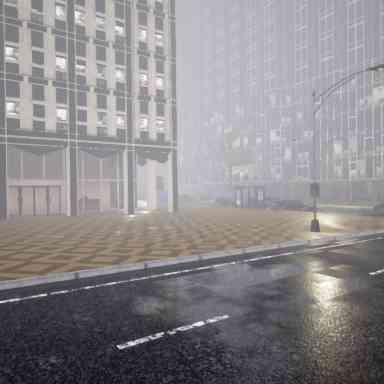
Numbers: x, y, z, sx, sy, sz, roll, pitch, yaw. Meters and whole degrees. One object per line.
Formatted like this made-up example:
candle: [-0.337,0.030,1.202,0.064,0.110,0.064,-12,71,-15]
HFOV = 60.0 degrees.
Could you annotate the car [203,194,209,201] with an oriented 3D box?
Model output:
car: [2.200,1.043,63.898,1.802,1.307,4.206,0,1,-35]

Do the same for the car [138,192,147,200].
car: [-11.148,1.039,68.513,2.008,1.369,4.403,0,1,-35]

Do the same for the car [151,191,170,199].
car: [-7.466,0.615,77.942,2.192,1.841,5.009,0,1,-35]

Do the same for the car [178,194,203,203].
car: [-0.550,1.112,57.738,1.812,1.442,4.674,-1,1,-34]

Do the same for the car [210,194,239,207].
car: [4.916,1.319,45.074,1.947,1.339,4.313,0,1,-35]

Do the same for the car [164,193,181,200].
car: [-4.244,0.936,73.263,1.802,1.307,4.206,0,1,-35]

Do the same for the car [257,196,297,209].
car: [10.550,1.272,41.534,1.837,1.490,4.892,-1,1,-34]

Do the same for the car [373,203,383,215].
car: [18.733,1.456,29.974,1.994,1.385,4.181,-1,1,-37]

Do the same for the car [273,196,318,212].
car: [11.297,1.424,35.665,1.947,1.339,4.313,0,1,-35]

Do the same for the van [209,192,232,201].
van: [5.421,0.855,59.213,1.690,1.788,3.998,0,1,-35]

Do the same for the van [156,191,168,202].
van: [-4.704,0.937,59.146,1.690,1.788,3.998,0,1,-35]

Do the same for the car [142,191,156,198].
car: [-10.688,0.686,82.625,1.967,1.590,4.097,0,1,-35]

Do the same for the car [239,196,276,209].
car: [8.090,1.388,40.359,1.802,1.307,4.206,0,1,-35]
